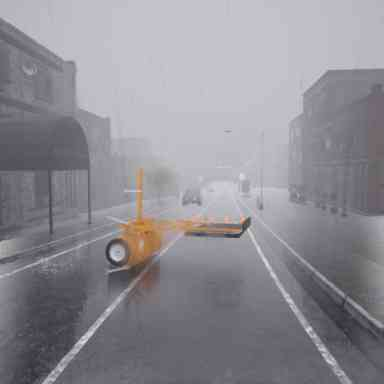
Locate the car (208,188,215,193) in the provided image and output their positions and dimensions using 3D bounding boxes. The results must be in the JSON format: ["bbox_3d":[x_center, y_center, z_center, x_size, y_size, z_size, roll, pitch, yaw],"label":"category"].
[{"bbox_3d":[5.263,-0.420,89.095,2.033,1.411,5.357,0,2,6],"label":"car"}]

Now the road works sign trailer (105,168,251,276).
[{"bbox_3d":[-0.255,0.765,9.268,3.560,2.880,2.380,0,0,15],"label":"road works sign trailer"}]

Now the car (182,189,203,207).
[{"bbox_3d":[0.127,0.658,41.068,2.150,2.045,5.566,0,1,6],"label":"car"}]
